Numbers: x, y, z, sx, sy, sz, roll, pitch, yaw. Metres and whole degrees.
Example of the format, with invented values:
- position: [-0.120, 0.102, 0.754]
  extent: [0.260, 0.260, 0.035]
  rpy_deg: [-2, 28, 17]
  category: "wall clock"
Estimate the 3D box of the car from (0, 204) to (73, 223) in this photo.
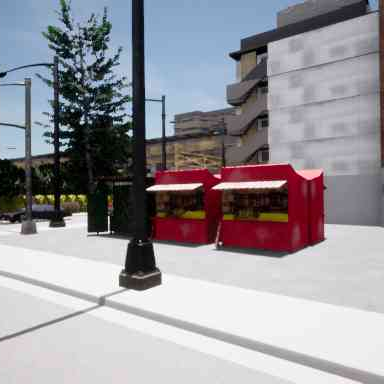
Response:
- position: [-12.420, 1.685, 26.929]
  extent: [2.033, 1.411, 5.357]
  rpy_deg: [-1, -1, 36]
  category: "car"

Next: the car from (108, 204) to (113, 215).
- position: [-6.889, 1.489, 34.575]
  extent: [2.097, 1.767, 4.553]
  rpy_deg: [-1, -1, 36]
  category: "car"
